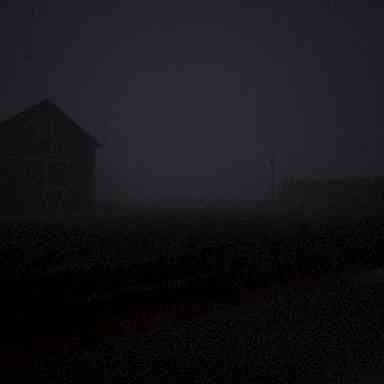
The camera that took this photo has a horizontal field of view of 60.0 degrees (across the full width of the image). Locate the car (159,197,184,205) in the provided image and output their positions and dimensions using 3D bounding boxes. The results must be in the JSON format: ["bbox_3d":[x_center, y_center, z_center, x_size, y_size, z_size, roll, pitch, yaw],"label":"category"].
[{"bbox_3d":[-3.394,1.551,53.364,2.033,1.411,5.357,0,0,-35],"label":"car"}]
